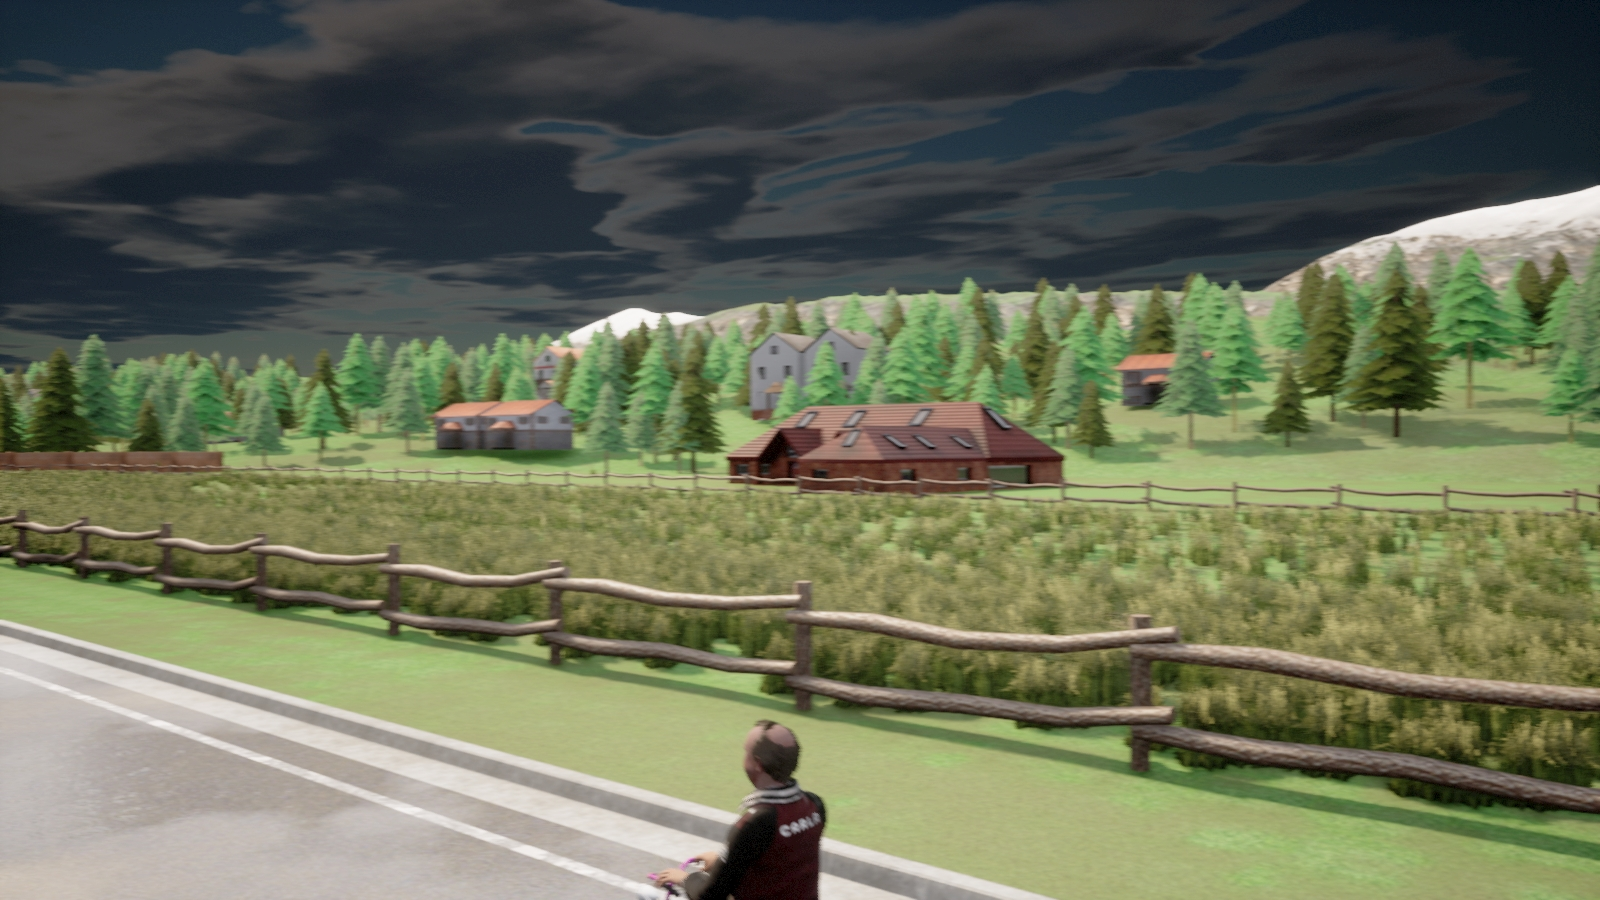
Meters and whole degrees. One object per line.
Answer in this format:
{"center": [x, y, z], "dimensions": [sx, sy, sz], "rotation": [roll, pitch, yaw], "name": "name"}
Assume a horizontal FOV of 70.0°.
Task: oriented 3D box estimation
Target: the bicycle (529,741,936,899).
{"center": [-0.344, 2.053, 4.471], "dimensions": [1.835, 1.471, 0.329], "rotation": [0, 0, 38], "name": "bicycle"}
